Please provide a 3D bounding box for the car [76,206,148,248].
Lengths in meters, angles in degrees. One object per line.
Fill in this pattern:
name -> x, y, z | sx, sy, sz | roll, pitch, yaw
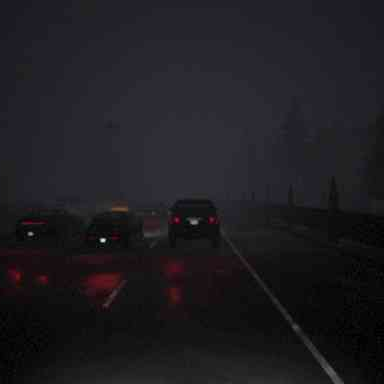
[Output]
car -> -3.411, 1.600, 15.190 | 1.837, 1.490, 4.892 | 0, 0, 0

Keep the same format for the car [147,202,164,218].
car -> -3.408, 1.689, 32.060 | 2.128, 1.511, 4.902 | 0, 0, 0

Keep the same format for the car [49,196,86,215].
car -> -14.129, 1.456, 38.147 | 2.150, 2.045, 5.566 | 0, 0, 0

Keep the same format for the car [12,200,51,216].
car -> -17.631, 1.705, 36.825 | 1.882, 1.535, 5.008 | 0, 0, 0

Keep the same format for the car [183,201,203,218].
car -> 0.094, 1.685, 33.615 | 1.882, 1.535, 5.008 | 0, 0, 0

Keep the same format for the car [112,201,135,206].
car -> -6.907, 1.685, 33.615 | 1.882, 1.535, 5.008 | 0, 0, 0

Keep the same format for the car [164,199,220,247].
car -> 0.092, 1.319, 15.811 | 2.150, 2.045, 5.566 | 0, 0, 0

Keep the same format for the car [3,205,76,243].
car -> -6.908, 1.595, 16.695 | 2.128, 1.511, 4.902 | 0, 0, 0

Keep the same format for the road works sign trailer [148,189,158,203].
road works sign trailer -> -10.586, 1.008, 88.460 | 2.380, 3.560, 2.880 | 0, 0, -28
